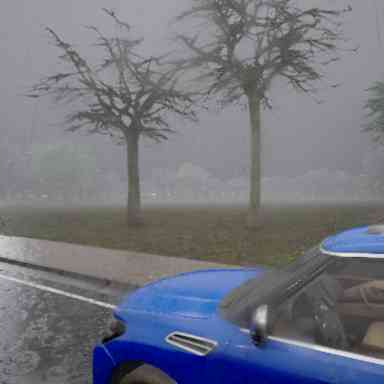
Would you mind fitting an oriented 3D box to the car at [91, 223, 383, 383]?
[{"bbox_3d":[1.713,1.219,2.343,5.566,2.045,2.150,-1,-1,35],"label":"car"}]
